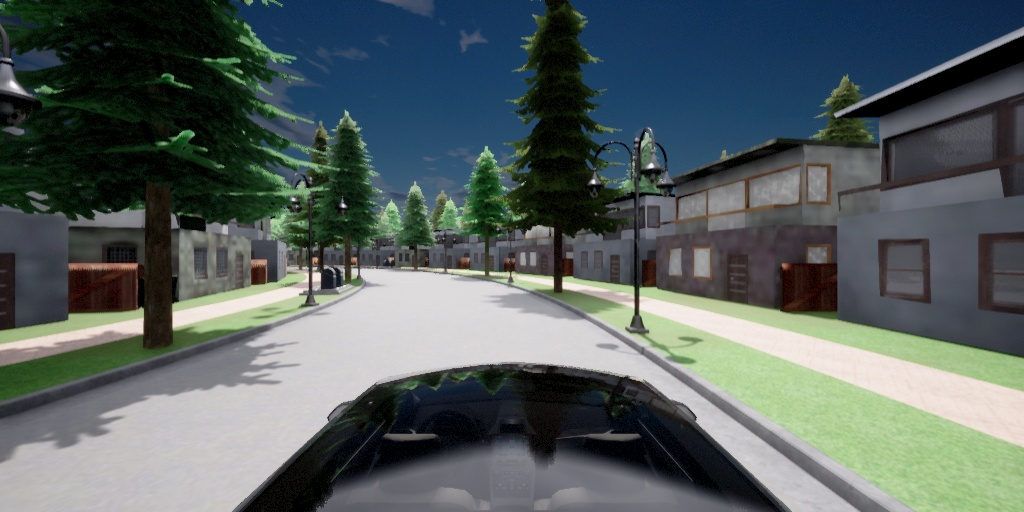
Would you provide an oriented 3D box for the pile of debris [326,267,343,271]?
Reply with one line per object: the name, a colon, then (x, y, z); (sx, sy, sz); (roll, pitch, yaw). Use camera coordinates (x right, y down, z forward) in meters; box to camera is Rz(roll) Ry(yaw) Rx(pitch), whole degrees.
pile of debris: (-27.948, 1.906, 56.865); (1.860, 0.140, 1.500); (0, 0, 34)
